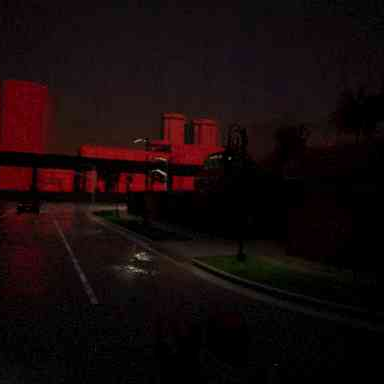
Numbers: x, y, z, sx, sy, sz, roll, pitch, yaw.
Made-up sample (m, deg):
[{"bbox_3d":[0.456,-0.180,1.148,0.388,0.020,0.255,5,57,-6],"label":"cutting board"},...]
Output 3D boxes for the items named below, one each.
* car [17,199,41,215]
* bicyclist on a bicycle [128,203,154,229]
[{"bbox_3d":[-16.238,1.406,33.121,1.882,1.535,5.008,2,-1,-24],"label":"car"},{"bbox_3d":[-3.154,1.490,20.777,1.656,1.620,0.582,2,-1,-24],"label":"bicyclist on a bicycle"}]
